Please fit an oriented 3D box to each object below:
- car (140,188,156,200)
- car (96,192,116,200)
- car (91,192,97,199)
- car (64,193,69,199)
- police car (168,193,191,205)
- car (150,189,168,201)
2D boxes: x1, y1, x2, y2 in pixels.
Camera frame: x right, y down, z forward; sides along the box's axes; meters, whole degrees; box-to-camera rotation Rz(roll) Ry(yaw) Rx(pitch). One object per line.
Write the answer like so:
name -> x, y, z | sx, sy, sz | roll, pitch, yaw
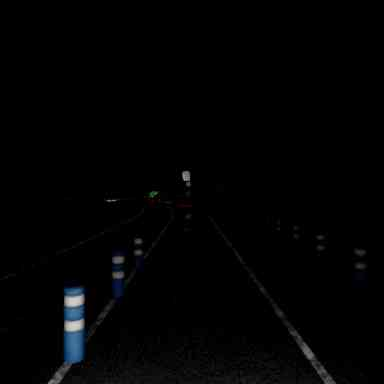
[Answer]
car -> -8.098, 0.350, 63.330 | 2.150, 2.045, 5.566 | -4, 3, -30
car -> -17.652, 0.841, 69.596 | 1.994, 1.385, 4.181 | -5, 3, -39
car -> -21.852, 0.661, 78.583 | 4.902, 1.511, 2.128 | -2, 4, 37
car -> -34.519, 1.057, 87.379 | 4.892, 1.490, 1.837 | -3, 5, 27
police car -> -1.625, 0.910, 48.051 | 1.930, 1.638, 5.238 | -2, 2, -15
car -> -5.183, 0.727, 57.754 | 1.882, 1.535, 5.008 | -3, 2, -25
